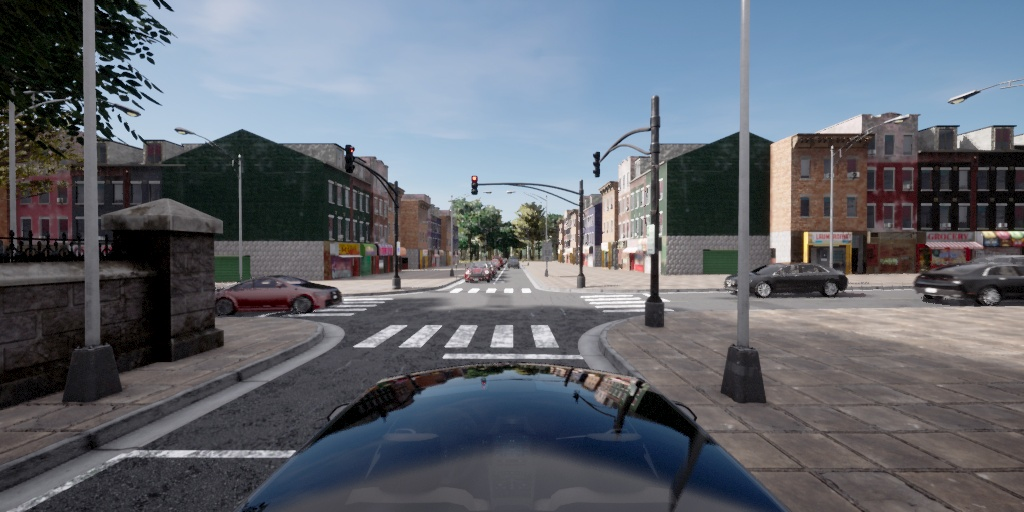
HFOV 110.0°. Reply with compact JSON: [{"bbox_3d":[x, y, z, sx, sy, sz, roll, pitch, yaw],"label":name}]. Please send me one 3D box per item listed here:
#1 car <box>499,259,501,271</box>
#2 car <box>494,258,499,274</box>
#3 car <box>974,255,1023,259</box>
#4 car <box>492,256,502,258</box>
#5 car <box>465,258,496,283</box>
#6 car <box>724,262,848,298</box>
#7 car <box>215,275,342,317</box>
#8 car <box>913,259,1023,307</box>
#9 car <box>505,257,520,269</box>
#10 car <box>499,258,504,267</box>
[{"bbox_3d":[-2.519,1.335,38.966,1.948,1.339,4.313,0,0,0],"label":"car"},{"bbox_3d":[-2.537,1.204,33.532,1.967,1.591,4.097,0,0,0],"label":"car"},{"bbox_3d":[22.100,0.763,16.280,4.553,1.767,2.097,-1,1,0],"label":"car"},{"bbox_3d":[-2.832,1.259,60.907,1.801,1.575,5.366,0,0,0],"label":"car"},{"bbox_3d":[-2.555,1.199,28.097,1.967,1.591,4.097,0,0,0],"label":"car"},{"bbox_3d":[12.322,1.046,16.316,4.892,1.490,1.837,-1,1,0],"label":"car"},{"bbox_3d":[-8.862,1.439,13.723,4.181,1.385,1.994,-1,1,-5],"label":"car"},{"bbox_3d":[18.026,1.000,13.347,4.892,1.490,1.837,-1,1,0],"label":"car"},{"bbox_3d":[0.290,1.289,59.739,2.128,1.511,4.902,0,0,0],"label":"car"},{"bbox_3d":[-2.483,1.329,49.835,1.888,1.381,4.507,0,0,0],"label":"car"}]
